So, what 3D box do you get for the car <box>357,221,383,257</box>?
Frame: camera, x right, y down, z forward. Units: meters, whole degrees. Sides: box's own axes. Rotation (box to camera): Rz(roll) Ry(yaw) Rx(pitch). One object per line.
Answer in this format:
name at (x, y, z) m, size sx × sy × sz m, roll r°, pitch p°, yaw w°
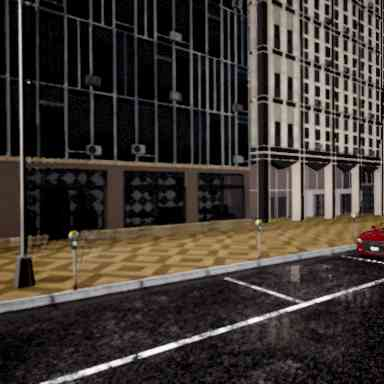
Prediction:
car at (7.767, 1.613, 12.116) m, size 4.507 × 1.381 × 1.887 m, roll 0°, pitch -1°, yaw -35°
